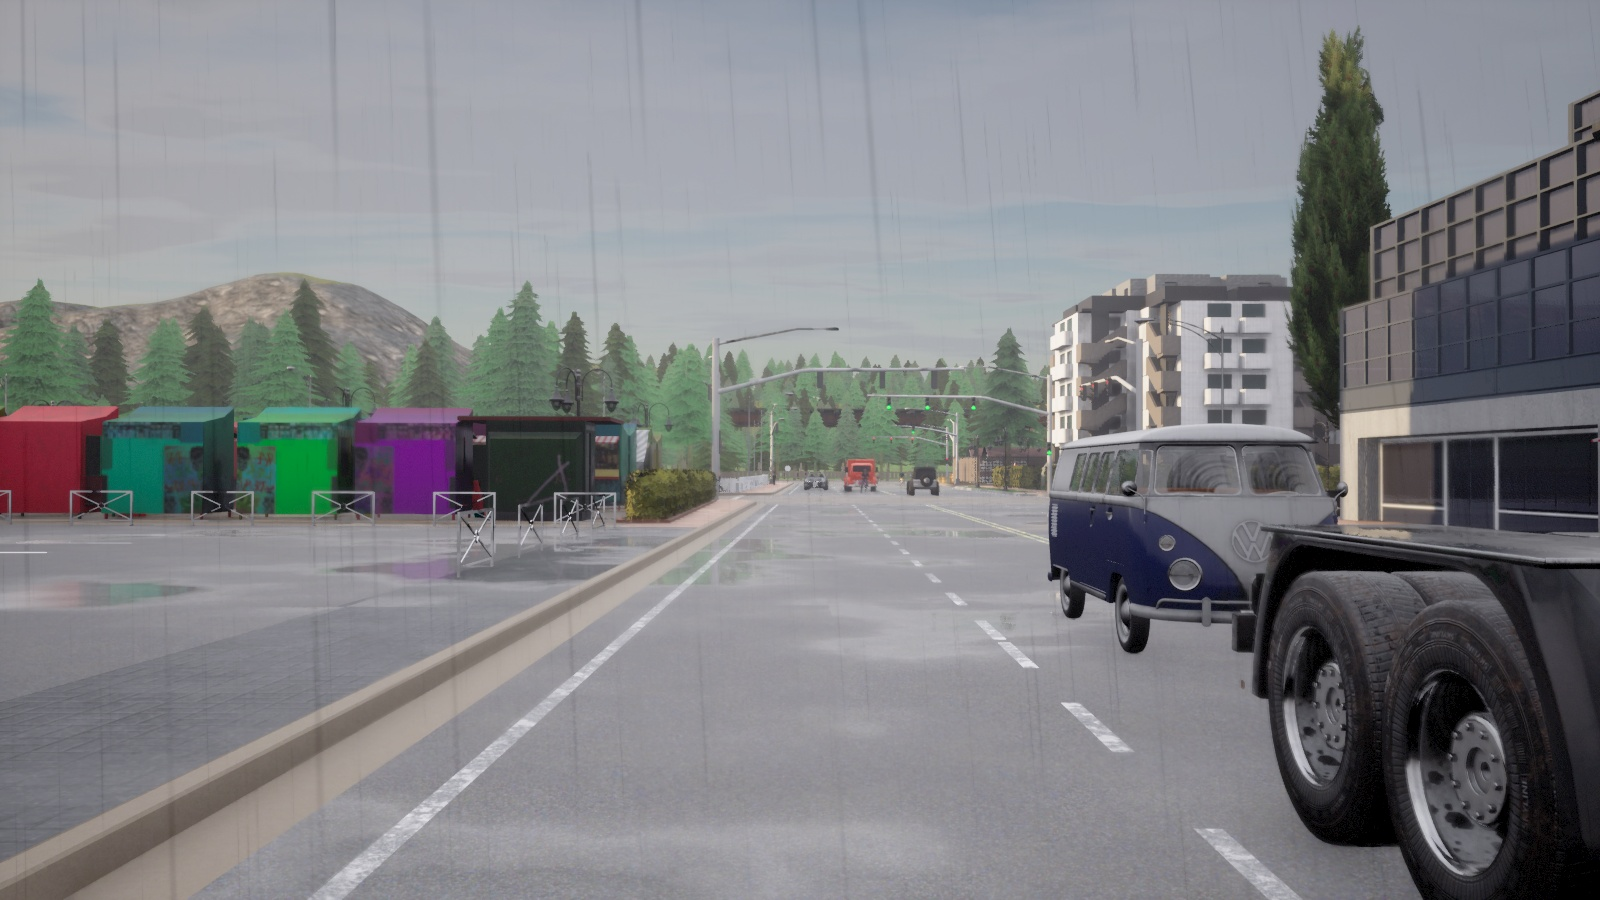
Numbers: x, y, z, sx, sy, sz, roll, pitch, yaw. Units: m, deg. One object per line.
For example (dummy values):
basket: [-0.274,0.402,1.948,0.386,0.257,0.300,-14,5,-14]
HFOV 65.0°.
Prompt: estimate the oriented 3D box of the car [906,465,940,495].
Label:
car: [8.029,1.954,82.110,1.905,1.878,3.866,0,-1,1]

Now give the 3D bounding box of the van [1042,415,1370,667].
van: [3.632,0.757,12.148,1.775,1.987,4.442,0,-1,1]

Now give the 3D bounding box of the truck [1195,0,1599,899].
truck: [3.522,-0.137,2.678,2.891,3.462,7.936,0,-1,1]

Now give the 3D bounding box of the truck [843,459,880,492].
truck: [4.721,1.936,97.141,2.627,2.467,5.204,0,-1,1]
